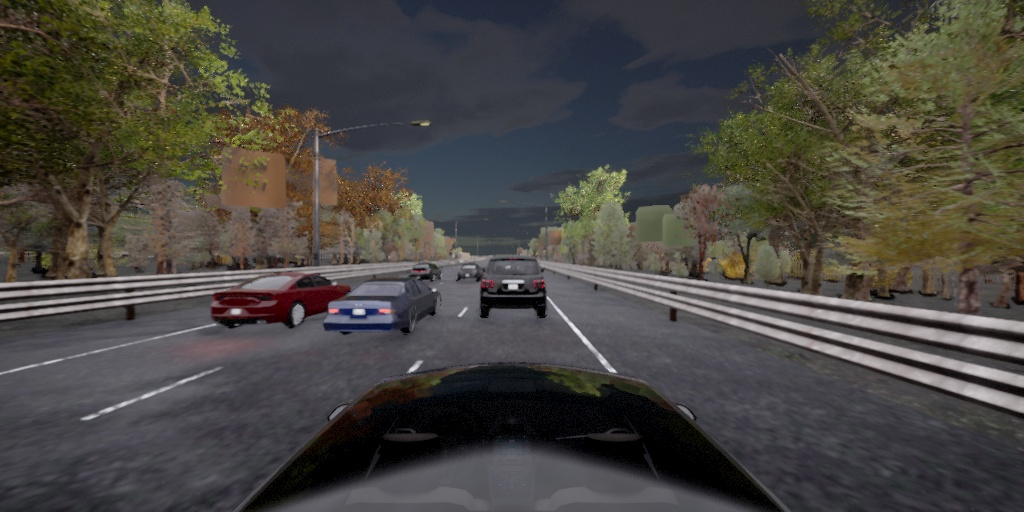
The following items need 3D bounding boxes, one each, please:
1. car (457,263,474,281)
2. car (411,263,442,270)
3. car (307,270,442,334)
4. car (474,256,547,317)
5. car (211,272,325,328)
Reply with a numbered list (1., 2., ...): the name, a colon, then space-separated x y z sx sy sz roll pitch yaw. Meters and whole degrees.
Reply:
1. car: -3.507 1.346 30.499 1.812 1.442 4.674 0 0 0
2. car: -7.007 1.325 29.486 1.837 1.490 4.892 0 0 0
3. car: -3.466 1.321 10.657 2.033 1.411 5.357 0 0 0
4. car: 0.047 1.003 13.373 2.150 2.045 5.566 0 0 0
5. car: -6.962 1.253 11.539 1.882 1.535 5.008 0 0 0
